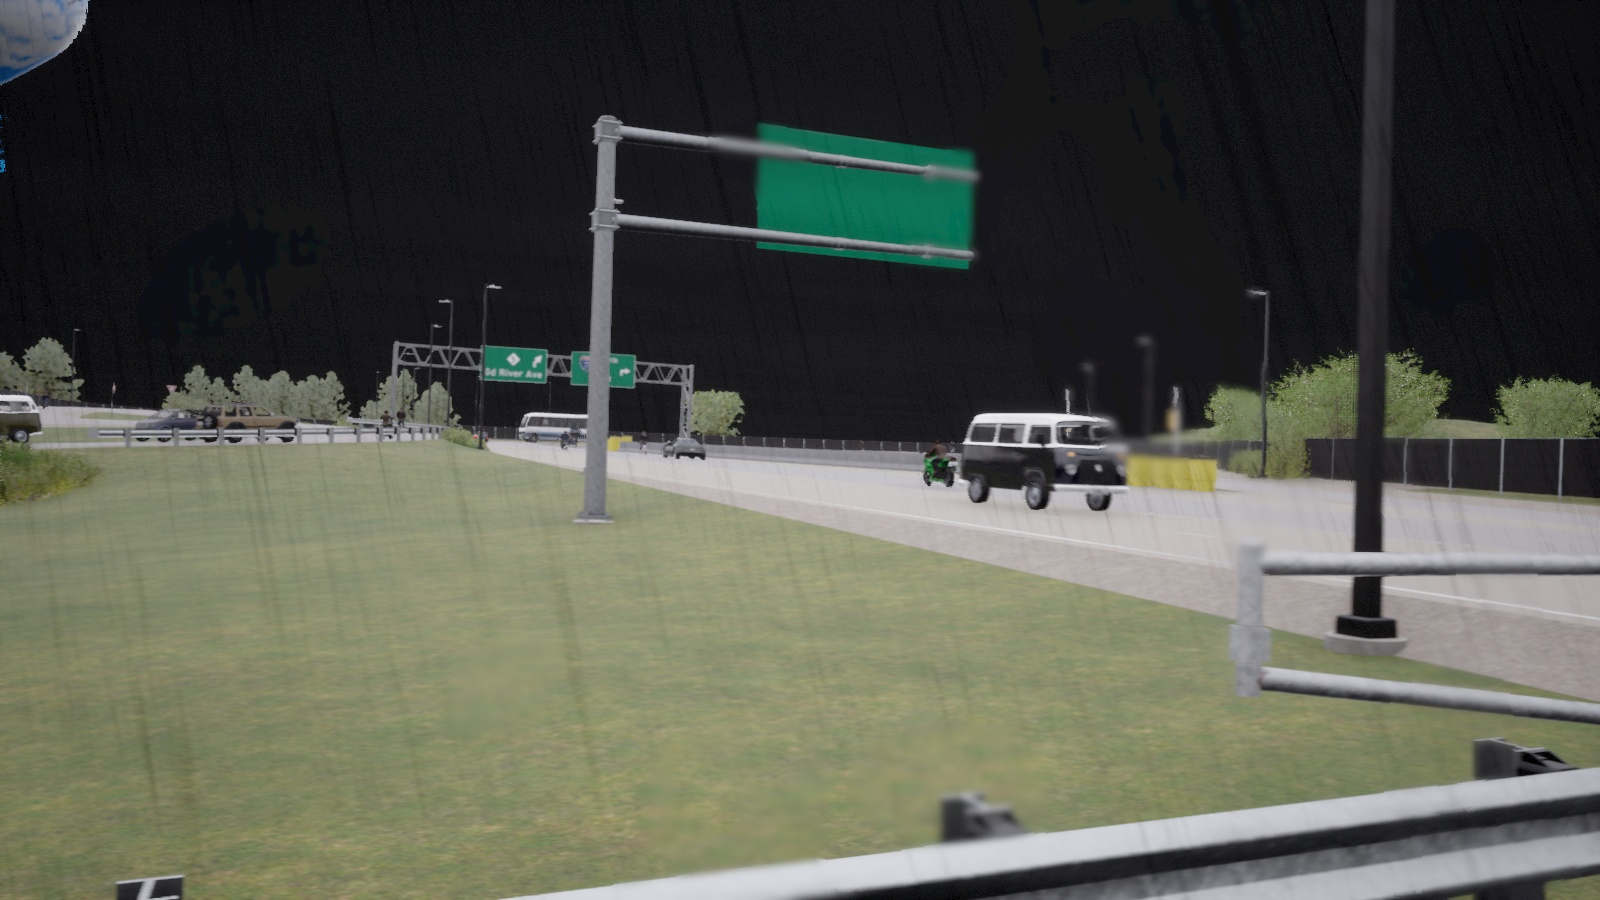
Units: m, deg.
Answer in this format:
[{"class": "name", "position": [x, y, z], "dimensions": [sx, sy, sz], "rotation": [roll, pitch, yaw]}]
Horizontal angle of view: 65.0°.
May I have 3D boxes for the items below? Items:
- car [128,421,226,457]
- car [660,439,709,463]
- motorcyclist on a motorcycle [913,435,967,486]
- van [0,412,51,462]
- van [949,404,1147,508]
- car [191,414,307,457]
[{"class": "car", "position": [-28.959, -0.530, 58.479], "dimensions": [1.789, 1.549, 3.705], "rotation": [0, 2, 25]}, {"class": "car", "position": [-7.322, 0.051, 79.257], "dimensions": [1.994, 1.385, 4.181], "rotation": [1, 0, -21]}, {"class": "motorcyclist on a motorcycle", "position": [4.329, 0.315, 39.065], "dimensions": [0.797, 1.523, 2.044], "rotation": [1, 0, -21]}, {"class": "van", "position": [-33.263, -0.501, 50.886], "dimensions": [2.069, 2.038, 4.480], "rotation": [0, 2, 32]}, {"class": "van", "position": [5.199, 0.108, 27.024], "dimensions": [2.069, 2.038, 4.480], "rotation": [1, 0, -21]}, {"class": "car", "position": [-25.085, -0.702, 57.351], "dimensions": [1.932, 1.855, 4.605], "rotation": [0, 2, 27]}]
